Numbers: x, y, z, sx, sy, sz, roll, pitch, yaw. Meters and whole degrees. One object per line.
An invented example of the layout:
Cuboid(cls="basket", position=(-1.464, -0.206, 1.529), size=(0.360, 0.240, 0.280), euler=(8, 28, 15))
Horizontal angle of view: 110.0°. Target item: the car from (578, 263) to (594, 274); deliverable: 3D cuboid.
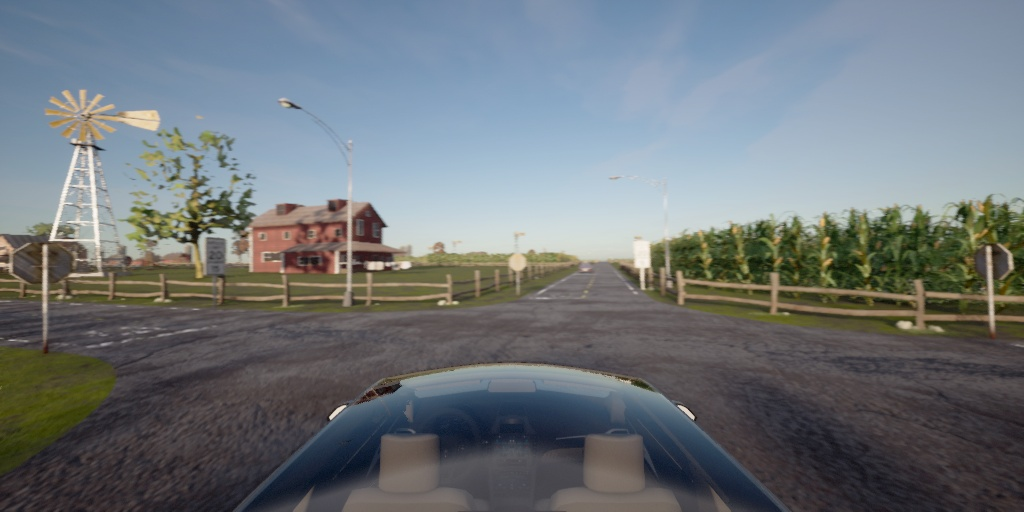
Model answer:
Cuboid(cls="car", position=(10.480, 1.672, 50.807), size=(1.812, 1.442, 4.674), euler=(-2, -1, 14))
